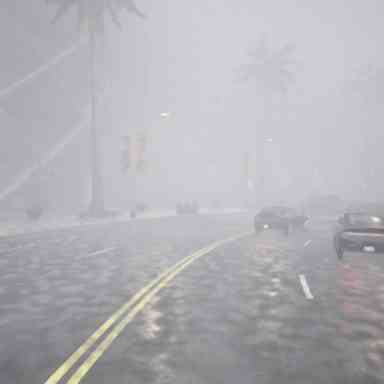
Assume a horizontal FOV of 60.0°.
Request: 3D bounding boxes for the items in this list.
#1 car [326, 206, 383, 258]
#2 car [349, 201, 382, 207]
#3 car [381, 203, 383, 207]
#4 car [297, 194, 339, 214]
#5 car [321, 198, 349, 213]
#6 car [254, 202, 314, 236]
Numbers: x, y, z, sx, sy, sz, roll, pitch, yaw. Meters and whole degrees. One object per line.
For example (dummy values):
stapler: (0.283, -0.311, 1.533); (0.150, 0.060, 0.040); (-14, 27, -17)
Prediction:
car: (6.300, 1.521, 12.409); (2.128, 1.511, 4.902); (0, 0, 21)
car: (16.537, 1.652, 29.845); (4.181, 1.385, 1.994); (1, 0, -28)
car: (16.346, 1.610, 24.795); (4.674, 1.442, 1.812); (0, 0, -36)
car: (13.651, 1.280, 35.874); (5.566, 2.045, 2.150); (1, 0, -30)
car: (15.310, 1.594, 32.791); (4.674, 1.442, 1.812); (1, 0, -30)
car: (5.173, 1.530, 18.956); (1.837, 1.490, 4.892); (-1, -2, 35)
